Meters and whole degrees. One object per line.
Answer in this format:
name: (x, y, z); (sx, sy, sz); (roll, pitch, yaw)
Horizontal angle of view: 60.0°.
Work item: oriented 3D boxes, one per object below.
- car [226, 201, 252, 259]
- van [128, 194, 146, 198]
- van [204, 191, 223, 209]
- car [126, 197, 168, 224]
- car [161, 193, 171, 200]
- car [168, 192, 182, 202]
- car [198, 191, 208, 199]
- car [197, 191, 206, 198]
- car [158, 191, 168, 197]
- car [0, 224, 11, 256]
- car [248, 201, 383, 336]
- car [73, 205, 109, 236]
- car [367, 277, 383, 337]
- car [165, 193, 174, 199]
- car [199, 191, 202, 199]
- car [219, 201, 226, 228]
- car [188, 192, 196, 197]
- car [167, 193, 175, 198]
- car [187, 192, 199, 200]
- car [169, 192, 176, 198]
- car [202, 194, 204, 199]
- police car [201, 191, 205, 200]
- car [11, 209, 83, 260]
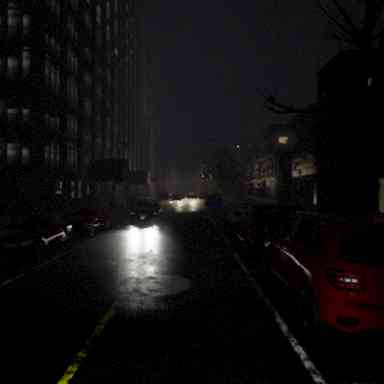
car: (2.706, 1.238, 12.069); (2.192, 1.841, 5.009); (1, 0, 0)
van: (-5.669, 1.108, 34.255); (1.690, 1.788, 3.998); (1, 0, 0)
van: (2.712, 1.067, 39.800); (1.690, 1.788, 3.998); (1, 0, 0)
car: (-3.095, 1.337, 23.299); (2.128, 1.511, 4.902); (0, 0, 0)
car: (-5.664, 0.992, 72.908); (1.752, 1.417, 4.829); (1, 0, 0)
car: (-3.017, 1.020, 63.473); (1.882, 1.535, 5.008); (0, 0, 1)
car: (2.721, 0.688, 84.168); (2.192, 1.841, 5.009); (1, 0, 0)
car: (2.724, 0.593, 95.261); (2.192, 1.841, 5.009); (1, 1, 0)
car: (-5.662, 0.825, 67.531); (2.192, 1.841, 5.009); (1, 0, 0)
car: (-5.680, 1.540, 6.523); (1.802, 1.307, 4.206); (1, 0, 0)
car: (2.705, 1.274, 6.520); (2.192, 1.841, 5.009); (1, 0, 0)
car: (-5.676, 1.430, 17.617); (1.887, 1.381, 4.507); (1, 0, 0)
car: (2.701, 1.544, 0.976); (2.008, 1.369, 4.403); (1, 0, 0)
car: (-5.662, 0.899, 83.999); (1.752, 1.417, 4.829); (1, 0, 0)
car: (2.716, 0.989, 73.248); (1.752, 1.417, 4.829); (1, 0, 0)
car: (2.705, 1.410, 17.787); (1.752, 1.417, 4.829); (1, 0, 0)
car: (0.018, 0.744, 88.824); (1.895, 1.301, 4.718); (0, 0, 0)
car: (-5.662, 0.891, 89.717); (1.947, 1.339, 4.313); (1, 0, 0)
car: (0.013, 0.903, 69.770); (1.895, 1.301, 4.718); (0, 0, 0)
car: (-5.660, 0.805, 95.092); (1.752, 1.417, 4.829); (1, 0, 0)
car: (2.710, 1.250, 45.348); (1.947, 1.339, 4.313); (1, 0, 0)
police car: (3.011, 1.028, 55.939); (1.930, 1.638, 5.238); (0, 0, 0)
car: (-5.678, 1.504, 12.071); (1.802, 1.307, 4.206); (1, 0, 0)
